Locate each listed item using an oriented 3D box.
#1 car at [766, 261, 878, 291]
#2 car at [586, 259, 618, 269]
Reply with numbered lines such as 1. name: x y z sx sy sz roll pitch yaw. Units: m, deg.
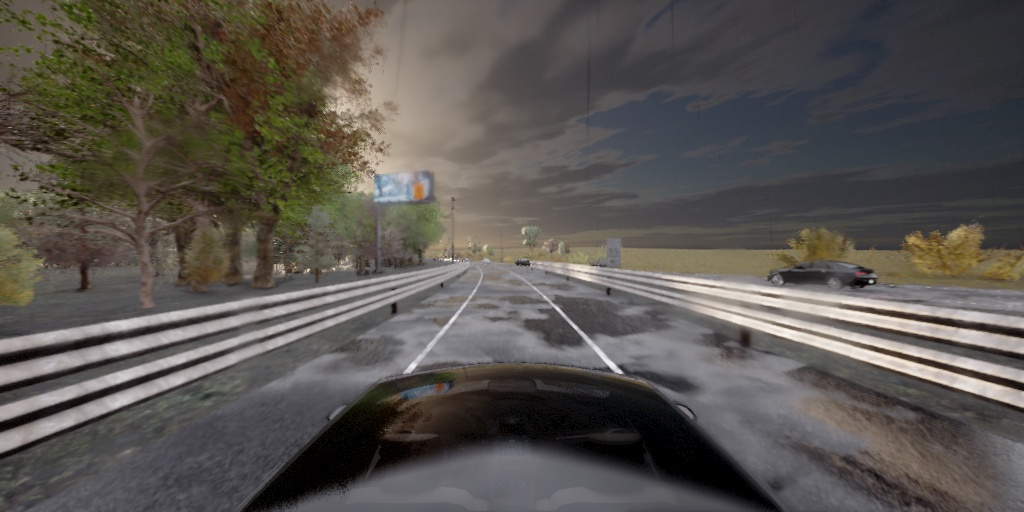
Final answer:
1. car: 16.744 1.014 19.746 1.837 1.490 4.892 -1 0 -18
2. car: 10.101 1.116 40.687 1.837 1.490 4.892 -1 0 -18
